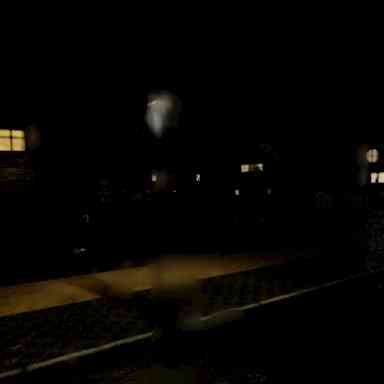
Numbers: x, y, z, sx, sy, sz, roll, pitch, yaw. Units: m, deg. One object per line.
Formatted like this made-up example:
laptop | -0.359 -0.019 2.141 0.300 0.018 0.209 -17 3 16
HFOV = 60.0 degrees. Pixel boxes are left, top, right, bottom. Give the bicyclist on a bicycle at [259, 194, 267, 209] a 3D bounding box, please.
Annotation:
bicyclist on a bicycle | 7.589 1.038 35.552 0.582 1.620 1.656 0 3 38
